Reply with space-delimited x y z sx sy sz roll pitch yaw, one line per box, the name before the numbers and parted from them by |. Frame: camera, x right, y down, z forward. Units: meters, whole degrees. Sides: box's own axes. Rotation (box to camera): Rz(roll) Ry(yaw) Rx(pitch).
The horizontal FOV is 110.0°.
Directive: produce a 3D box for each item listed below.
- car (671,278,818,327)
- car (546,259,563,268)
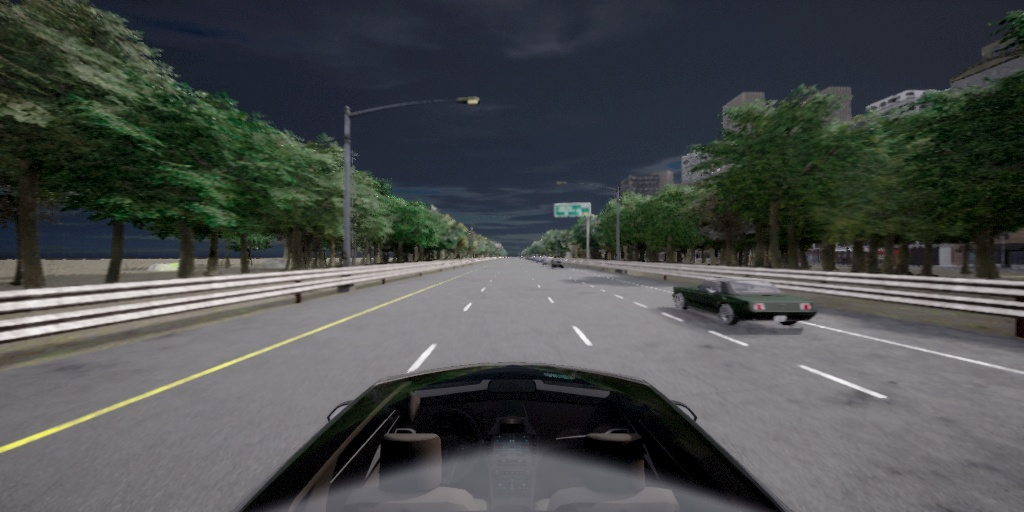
car | 7.007 1.355 11.582 1.895 1.301 4.718 0 0 0
car | 7.184 1.246 58.537 1.837 1.490 4.892 0 0 0
